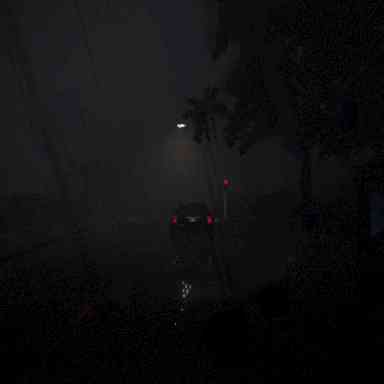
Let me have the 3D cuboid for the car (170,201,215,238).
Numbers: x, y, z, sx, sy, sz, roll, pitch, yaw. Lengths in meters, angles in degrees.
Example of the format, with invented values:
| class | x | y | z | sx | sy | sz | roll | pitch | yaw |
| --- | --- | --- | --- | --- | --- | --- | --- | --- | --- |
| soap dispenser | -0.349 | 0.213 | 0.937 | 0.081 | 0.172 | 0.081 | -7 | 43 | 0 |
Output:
| class | x | y | z | sx | sy | sz | roll | pitch | yaw |
| --- | --- | --- | --- | --- | --- | --- | --- | --- | --- |
| car | 0.038 | 1.285 | 17.188 | 2.097 | 1.767 | 4.553 | 0 | 0 | 1 |

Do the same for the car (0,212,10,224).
| class | x | y | z | sx | sy | sz | roll | pitch | yaw |
| --- | --- | --- | --- | --- | --- | --- | --- | --- | --- |
| car | -12.884 | 1.285 | 18.025 | 5.357 | 1.415 | 2.033 | 0 | 0 | 3 |
